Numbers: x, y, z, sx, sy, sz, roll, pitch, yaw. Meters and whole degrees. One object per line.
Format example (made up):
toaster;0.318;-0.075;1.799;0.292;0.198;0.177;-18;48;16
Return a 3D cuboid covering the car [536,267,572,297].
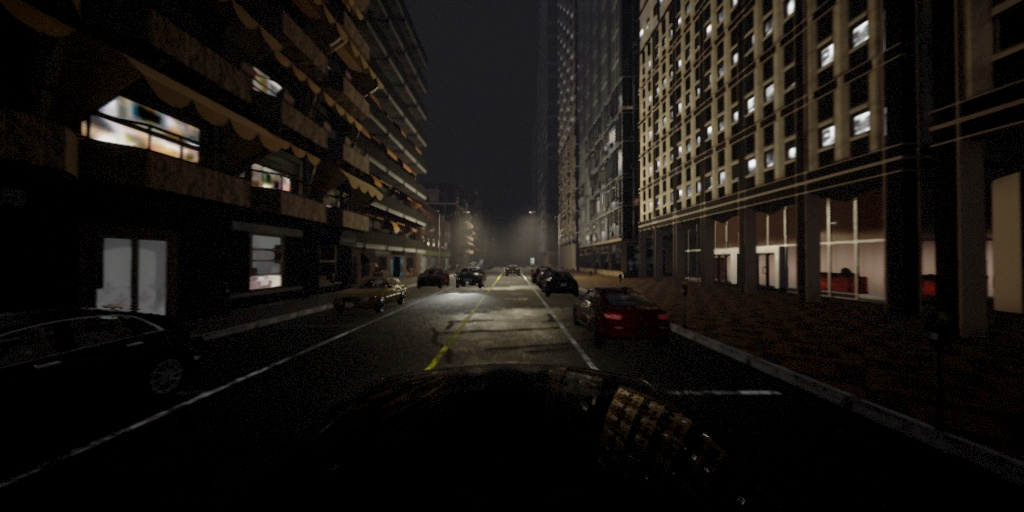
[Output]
car;2.689;1.553;20.773;1.948;1.339;4.313;0;0;0

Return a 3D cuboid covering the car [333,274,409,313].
car;-5.691;1.442;14.955;1.751;1.417;4.829;0;0;0

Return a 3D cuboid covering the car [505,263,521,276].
car;0.098;1.820;47.642;2.128;1.511;4.902;0;-1;0

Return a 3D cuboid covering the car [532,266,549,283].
car;2.688;1.641;26.422;1.802;1.307;4.207;0;0;0

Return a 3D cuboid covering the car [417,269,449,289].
car;-5.691;1.604;26.421;1.888;1.381;4.507;0;0;0

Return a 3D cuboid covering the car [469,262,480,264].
car;-5.693;1.914;49.013;1.948;1.339;4.313;0;0;0

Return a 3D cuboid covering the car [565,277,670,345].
car;2.689;1.428;9.477;1.802;1.307;4.207;0;0;0

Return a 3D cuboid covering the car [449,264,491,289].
car;-3.002;1.565;26.577;2.128;1.511;4.902;0;-1;0

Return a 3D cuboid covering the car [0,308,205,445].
car;-5.690;1.326;3.828;2.007;1.370;4.403;0;0;0
